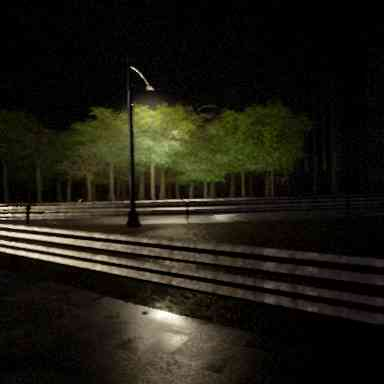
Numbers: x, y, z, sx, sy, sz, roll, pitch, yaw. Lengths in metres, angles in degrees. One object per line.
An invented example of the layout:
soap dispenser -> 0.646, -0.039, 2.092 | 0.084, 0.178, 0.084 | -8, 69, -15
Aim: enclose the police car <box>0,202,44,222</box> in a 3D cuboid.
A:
police car -> -14.852, 1.618, 27.391 | 5.238, 1.638, 1.930 | -1, 0, 9
